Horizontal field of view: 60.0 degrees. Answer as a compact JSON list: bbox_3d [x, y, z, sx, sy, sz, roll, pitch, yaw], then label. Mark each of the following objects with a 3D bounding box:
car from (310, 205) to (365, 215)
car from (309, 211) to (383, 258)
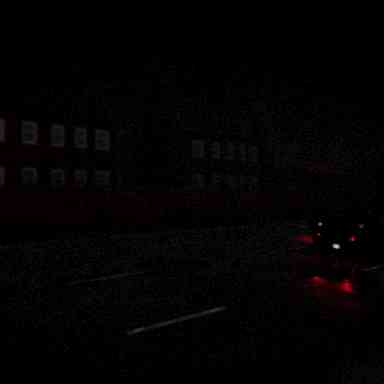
[{"bbox_3d":[8.572,1.484,18.451,5.008,1.535,1.882,0,0,-35],"label":"car"},{"bbox_3d":[6.852,1.606,12.925,4.718,1.301,1.895,0,0,-35],"label":"car"}]
